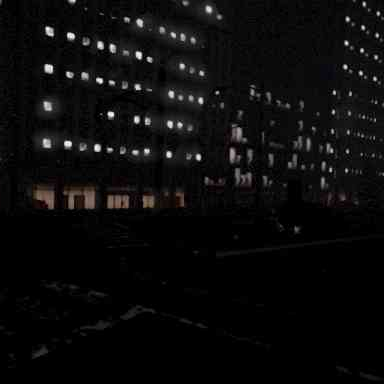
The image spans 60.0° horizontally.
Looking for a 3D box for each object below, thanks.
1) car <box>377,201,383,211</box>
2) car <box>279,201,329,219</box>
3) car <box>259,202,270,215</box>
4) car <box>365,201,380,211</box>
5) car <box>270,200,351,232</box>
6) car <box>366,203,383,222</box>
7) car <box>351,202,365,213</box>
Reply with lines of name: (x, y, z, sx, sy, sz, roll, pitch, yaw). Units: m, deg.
car: (26.922, 1.873, 44.668, 4.206, 1.307, 1.802, 1, 2, -34)
car: (10.225, 1.610, 30.304, 4.674, 1.442, 1.812, 1, 2, -34)
car: (8.187, 1.519, 31.897, 4.403, 1.369, 2.008, 1, 2, -34)
car: (22.239, 1.776, 41.475, 4.313, 1.339, 1.947, 1, 2, -34)
car: (7.942, 1.539, 22.190, 5.009, 1.841, 2.192, 1, 2, -34)
car: (17.302, 1.929, 28.581, 4.507, 1.381, 1.887, 1, 2, -34)
car: (17.415, 1.652, 38.186, 4.829, 1.417, 1.752, 1, 2, -34)
